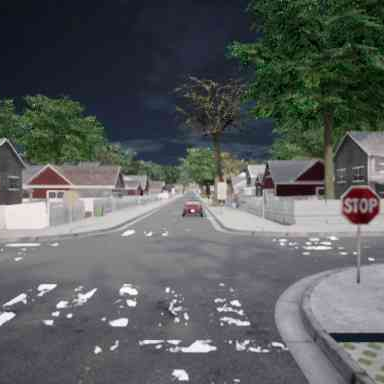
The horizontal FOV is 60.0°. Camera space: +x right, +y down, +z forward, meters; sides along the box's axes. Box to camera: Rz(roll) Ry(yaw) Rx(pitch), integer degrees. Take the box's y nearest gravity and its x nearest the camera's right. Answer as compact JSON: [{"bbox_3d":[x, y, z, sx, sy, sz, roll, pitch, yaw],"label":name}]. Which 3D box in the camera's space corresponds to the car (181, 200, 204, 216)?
[{"bbox_3d":[0.092,1.502,32.013,1.812,1.442,4.674,0,0,1],"label":"car"}]
